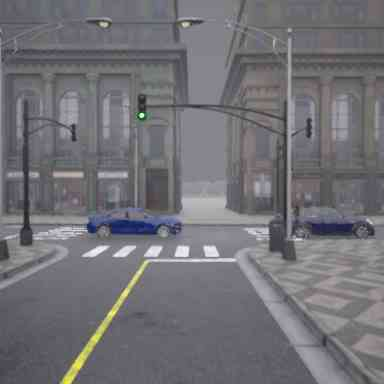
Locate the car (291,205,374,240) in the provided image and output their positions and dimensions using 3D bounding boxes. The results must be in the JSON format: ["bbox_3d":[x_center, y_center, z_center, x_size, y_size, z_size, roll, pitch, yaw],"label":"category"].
[{"bbox_3d":[7.187,1.512,17.793,4.553,1.767,2.097,0,0,0],"label":"car"}]

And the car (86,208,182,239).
[{"bbox_3d":[-3.054,1.618,17.798,5.008,1.535,1.882,0,0,0],"label":"car"}]
